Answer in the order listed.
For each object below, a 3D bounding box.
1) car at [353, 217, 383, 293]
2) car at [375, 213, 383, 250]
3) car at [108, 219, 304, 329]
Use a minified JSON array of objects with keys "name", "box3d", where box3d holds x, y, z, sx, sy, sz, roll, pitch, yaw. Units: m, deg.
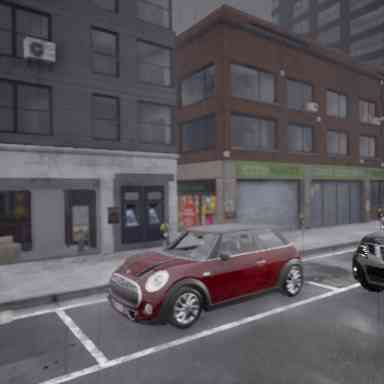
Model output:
[{"name":"car","box3d":[6.016,1.175,7.669,5.566,2.045,2.150,0,0,-35]},{"name":"car","box3d":[9.359,1.489,13.212,4.313,1.339,1.947,0,0,-35]},{"name":"car","box3d":[0.388,1.419,6.818,4.097,1.590,1.967,0,0,-35]}]
